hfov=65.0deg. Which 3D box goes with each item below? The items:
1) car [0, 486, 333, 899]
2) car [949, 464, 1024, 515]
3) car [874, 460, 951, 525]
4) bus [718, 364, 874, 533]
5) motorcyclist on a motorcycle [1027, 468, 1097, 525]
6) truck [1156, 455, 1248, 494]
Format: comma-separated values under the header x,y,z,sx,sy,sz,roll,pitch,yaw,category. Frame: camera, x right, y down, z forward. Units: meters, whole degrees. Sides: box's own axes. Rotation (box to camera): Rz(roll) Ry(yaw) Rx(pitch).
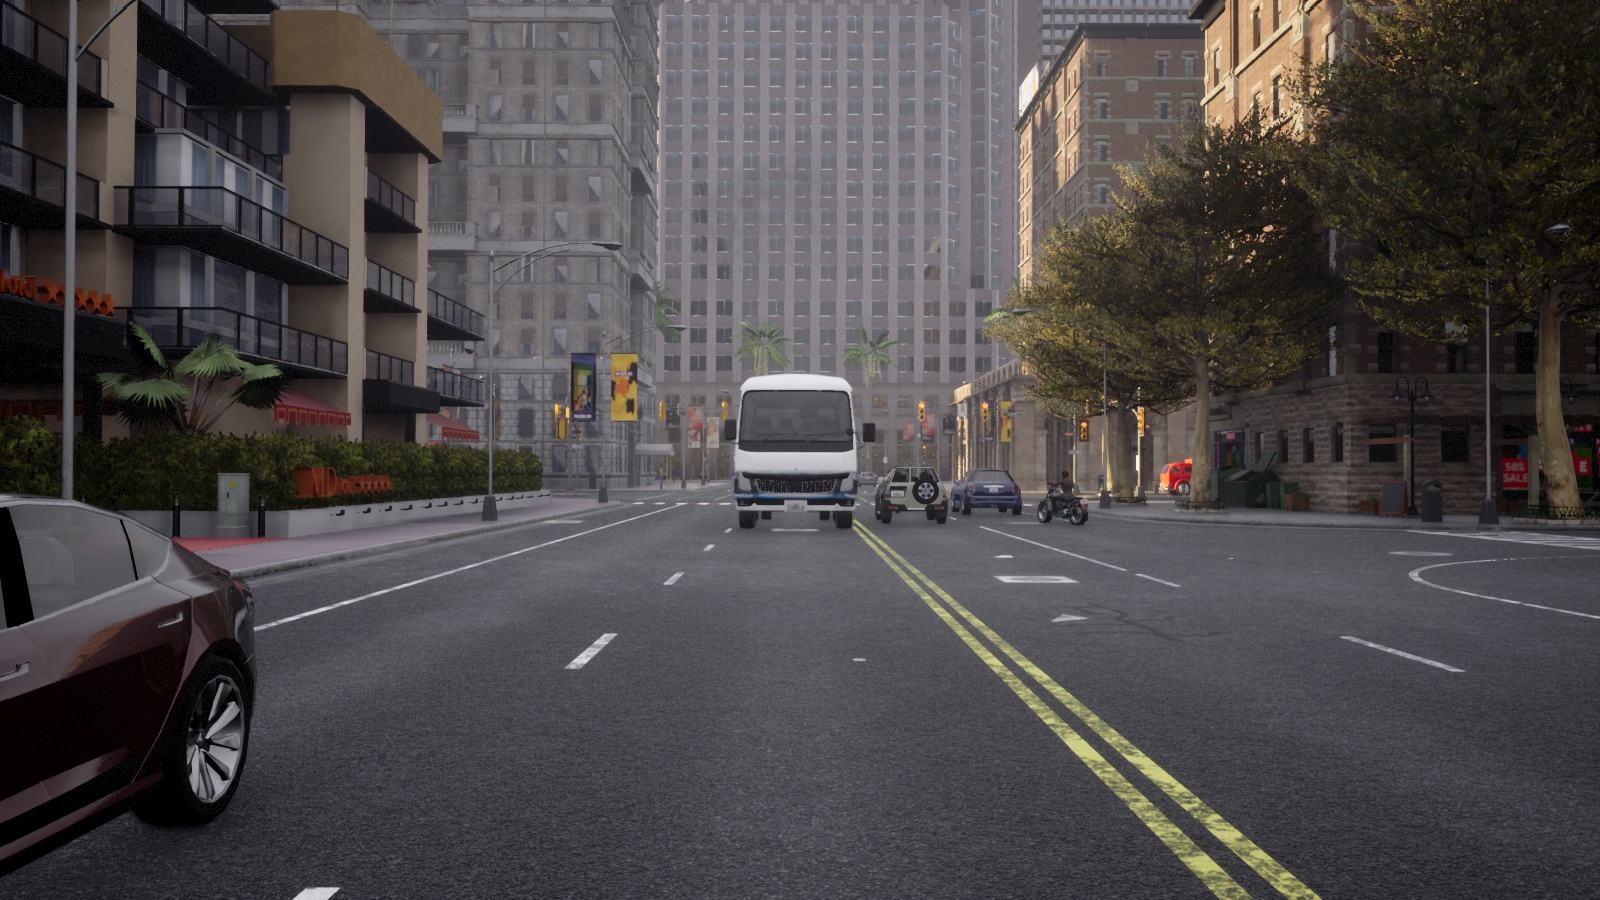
x,y,z,sx,sy,sz,roll,pitch,yaw,category
-3.514,0.898,4.152,2.163,1.488,4.792,0,-1,0,car
6.854,1.426,46.561,2.097,1.767,4.553,0,-1,0,car
3.377,1.264,38.578,1.932,1.855,4.605,0,-1,0,car
-0.120,0.055,36.832,3.944,4.253,10.273,0,-1,0,bus
7.800,1.362,37.491,0.766,1.649,2.350,0,-1,-26,motorcyclist on a motorcycle
26.479,1.608,82.778,5.204,2.467,2.627,0,-1,0,truck
